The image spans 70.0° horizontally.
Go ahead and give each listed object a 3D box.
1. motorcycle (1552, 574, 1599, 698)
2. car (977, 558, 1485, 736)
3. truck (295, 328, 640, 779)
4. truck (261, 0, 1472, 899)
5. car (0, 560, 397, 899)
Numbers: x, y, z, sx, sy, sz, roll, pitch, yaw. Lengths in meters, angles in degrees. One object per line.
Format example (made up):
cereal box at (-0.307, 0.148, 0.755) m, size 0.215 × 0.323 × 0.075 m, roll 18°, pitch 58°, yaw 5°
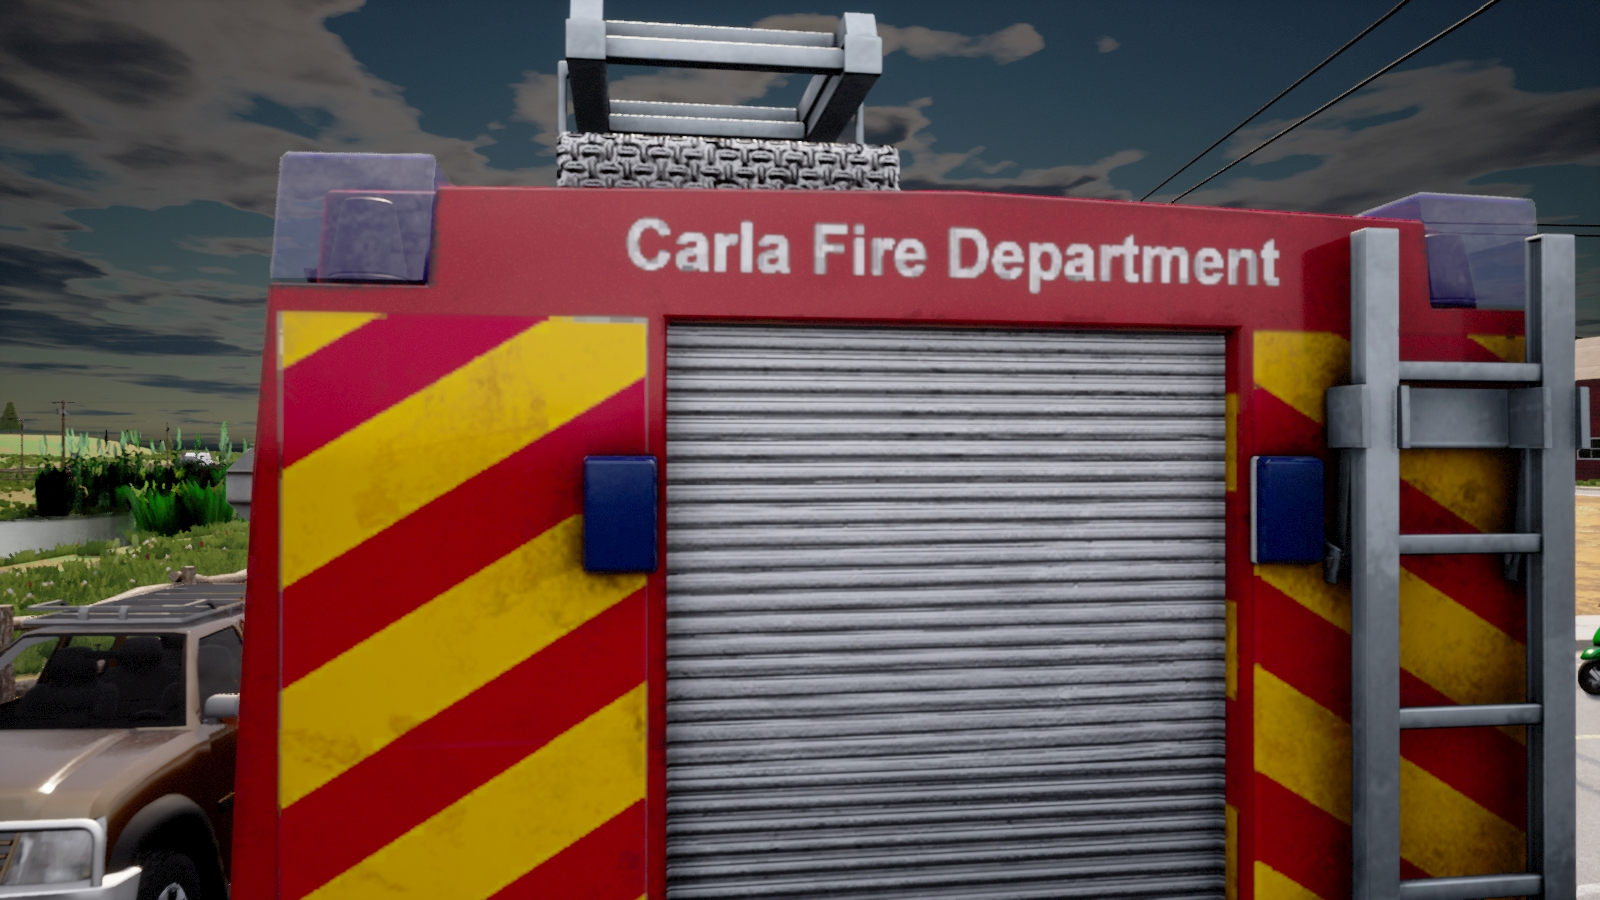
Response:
motorcycle at (9.897, 2.142, 13.284) m, size 1.805 × 1.316 × 0.856 m, roll 0°, pitch 0°, yaw -6°
car at (4.594, 2.060, 12.599) m, size 4.792 × 1.488 × 2.163 m, roll 0°, pitch 0°, yaw -8°
truck at (-3.800, 0.862, 14.146) m, size 2.891 × 3.827 × 8.468 m, roll 0°, pitch 0°, yaw -13°
truck at (-0.368, 0.863, 6.859) m, size 2.891 × 3.827 × 8.468 m, roll 0°, pitch 0°, yaw -9°
car at (-4.204, 1.834, 7.215) m, size 1.932 × 1.855 × 4.605 m, roll 0°, pitch 0°, yaw -4°
